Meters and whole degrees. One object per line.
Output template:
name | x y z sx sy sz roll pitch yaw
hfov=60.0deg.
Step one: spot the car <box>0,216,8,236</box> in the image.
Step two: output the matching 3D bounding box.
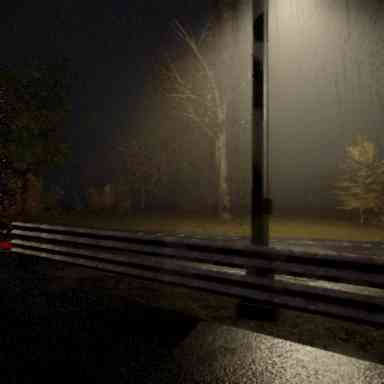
car | -11.703 1.549 16.829 5.008 1.535 1.882 0 -1 21
